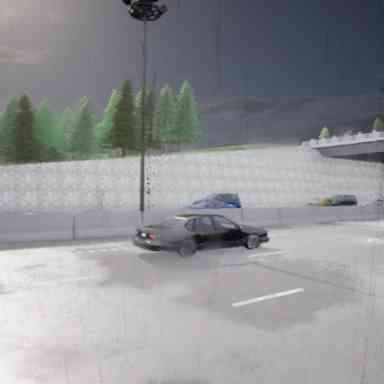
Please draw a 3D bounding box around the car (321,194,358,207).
[{"bbox_3d":[21.522,1.365,47.758,5.566,2.045,2.150,1,0,-34],"label":"car"}]

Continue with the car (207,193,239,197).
[{"bbox_3d":[2.735,1.132,35.307,5.566,2.045,2.150,1,0,-34],"label":"car"}]

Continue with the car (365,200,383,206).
[{"bbox_3d":[22.787,1.693,40.228,4.902,1.511,2.128,1,0,-33],"label":"car"}]

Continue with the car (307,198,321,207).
[{"bbox_3d":[19.652,1.597,50.721,5.008,1.535,1.882,1,0,-34],"label":"car"}]

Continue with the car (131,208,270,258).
[{"bbox_3d":[0.470,1.505,12.501,5.357,1.411,2.033,1,0,-34],"label":"car"}]

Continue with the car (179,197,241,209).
[{"bbox_3d":[1.167,1.398,25.841,5.008,1.535,1.882,1,0,-34],"label":"car"}]
